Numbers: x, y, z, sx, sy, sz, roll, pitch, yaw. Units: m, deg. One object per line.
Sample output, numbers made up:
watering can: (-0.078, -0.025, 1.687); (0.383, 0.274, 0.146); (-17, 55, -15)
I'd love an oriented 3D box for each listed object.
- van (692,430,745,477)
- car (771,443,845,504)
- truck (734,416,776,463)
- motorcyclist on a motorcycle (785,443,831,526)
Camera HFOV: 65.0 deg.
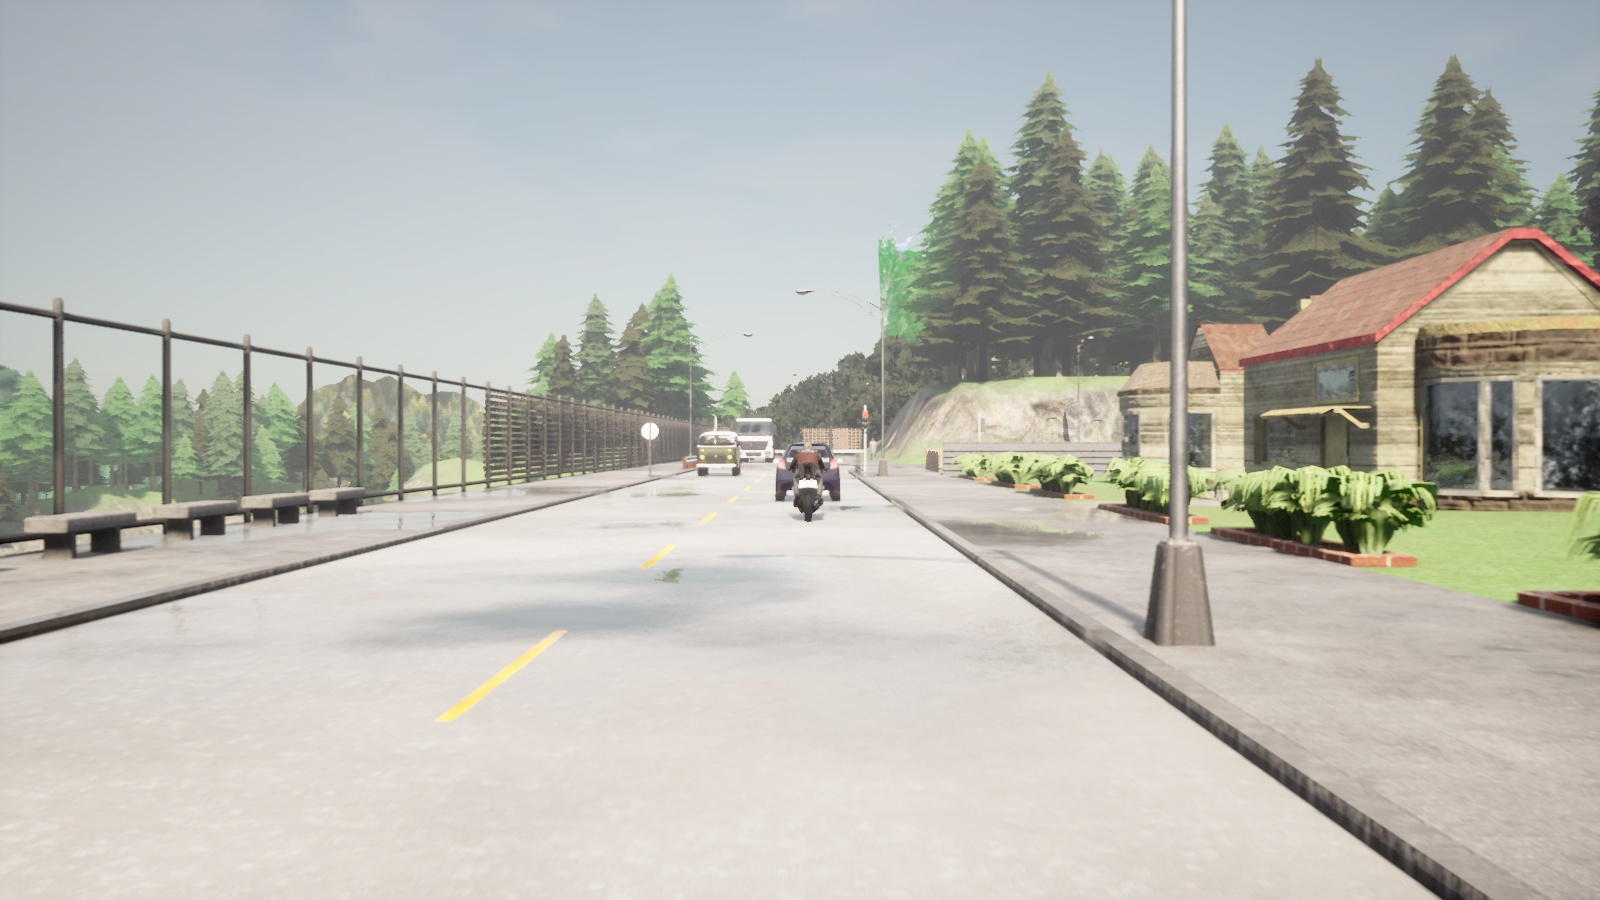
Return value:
van: (-3.650, 0.147, 56.702); (2.069, 2.038, 4.480); (0, 0, 0)
car: (0.205, 0.575, 33.015); (1.845, 1.501, 3.633); (0, 0, 0)
truck: (-3.406, -0.782, 96.424); (2.891, 3.462, 7.936); (0, 0, 0)
motorcyclist on a motorcycle: (0.155, 0.643, 24.612); (0.866, 1.530, 2.191); (0, 1, 0)
